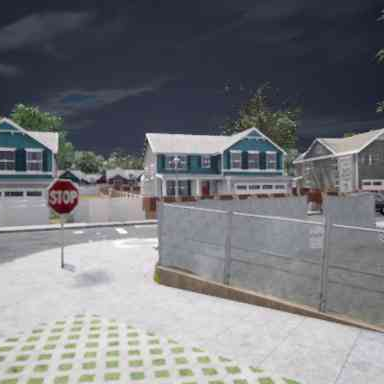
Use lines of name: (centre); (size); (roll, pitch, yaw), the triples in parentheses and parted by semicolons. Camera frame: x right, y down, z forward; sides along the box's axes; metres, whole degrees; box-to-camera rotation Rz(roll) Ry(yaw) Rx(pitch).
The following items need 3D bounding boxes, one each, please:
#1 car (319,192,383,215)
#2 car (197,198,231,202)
car: (10.425, 0.770, 21.033); (4.892, 1.490, 1.837); (-2, 0, -17)
car: (1.089, 1.062, 18.050); (5.357, 1.411, 2.033); (-2, 0, -18)
